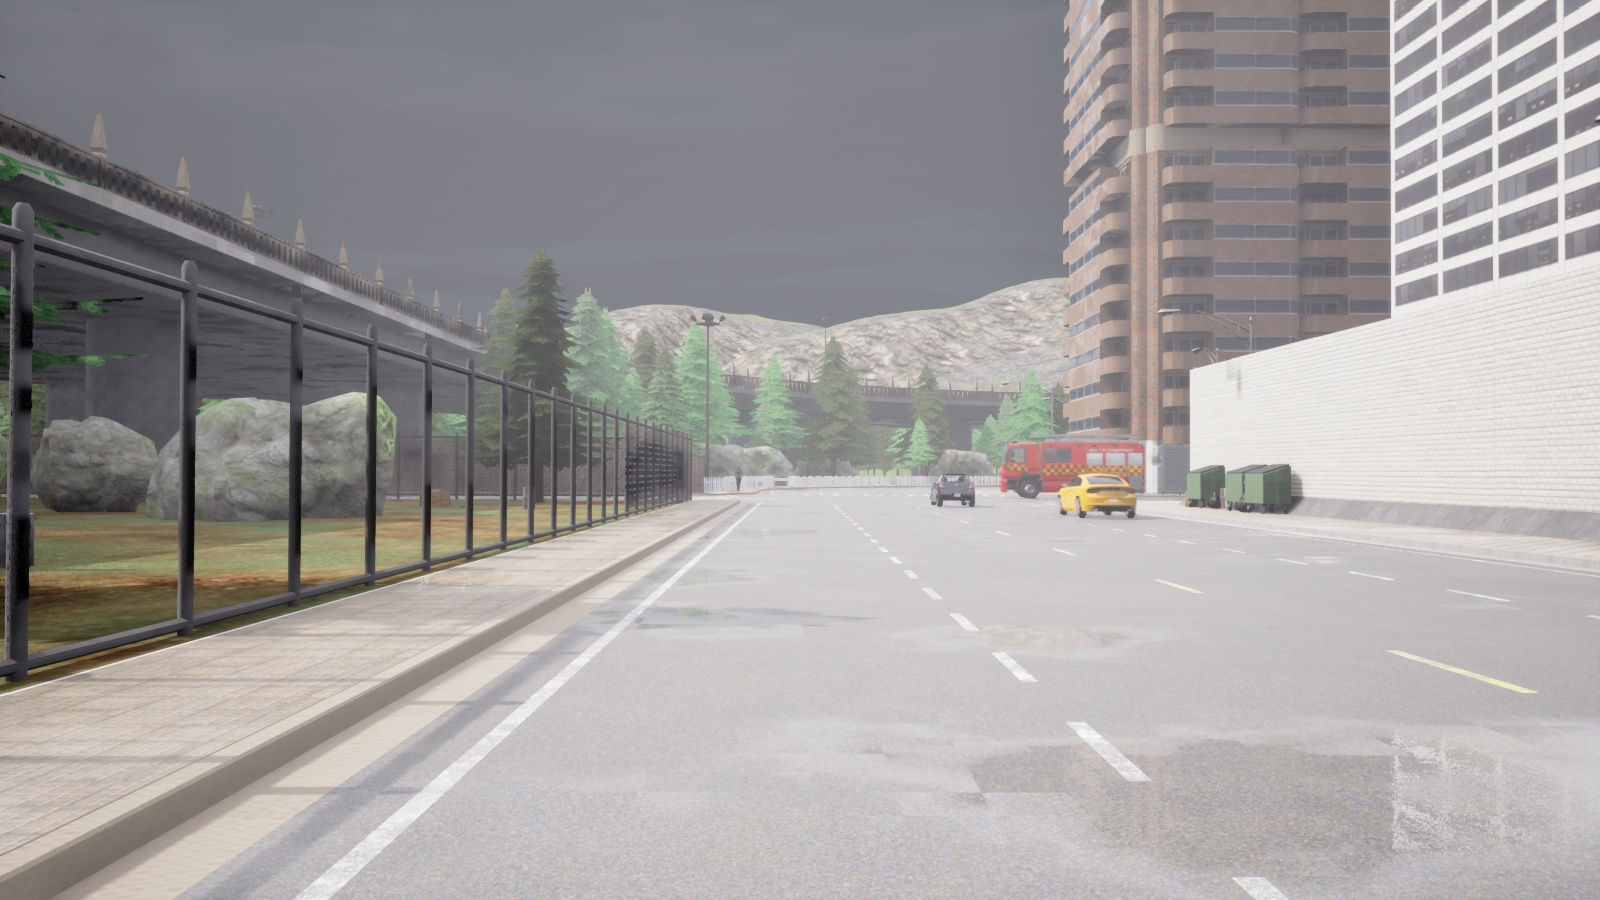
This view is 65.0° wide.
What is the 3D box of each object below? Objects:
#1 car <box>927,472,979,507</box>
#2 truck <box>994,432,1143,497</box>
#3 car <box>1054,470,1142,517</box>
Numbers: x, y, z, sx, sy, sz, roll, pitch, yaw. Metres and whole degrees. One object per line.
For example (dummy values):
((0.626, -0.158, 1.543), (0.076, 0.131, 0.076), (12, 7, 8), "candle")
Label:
((6.842, 1.746, 56.417), (1.845, 1.501, 3.633), (0, -1, 0), "car")
((16.003, 0.902, 75.388), (8.468, 3.827, 2.891), (0, -1, 7), "truck")
((10.376, 1.489, 44.094), (1.882, 1.535, 5.008), (0, -1, 0), "car")
